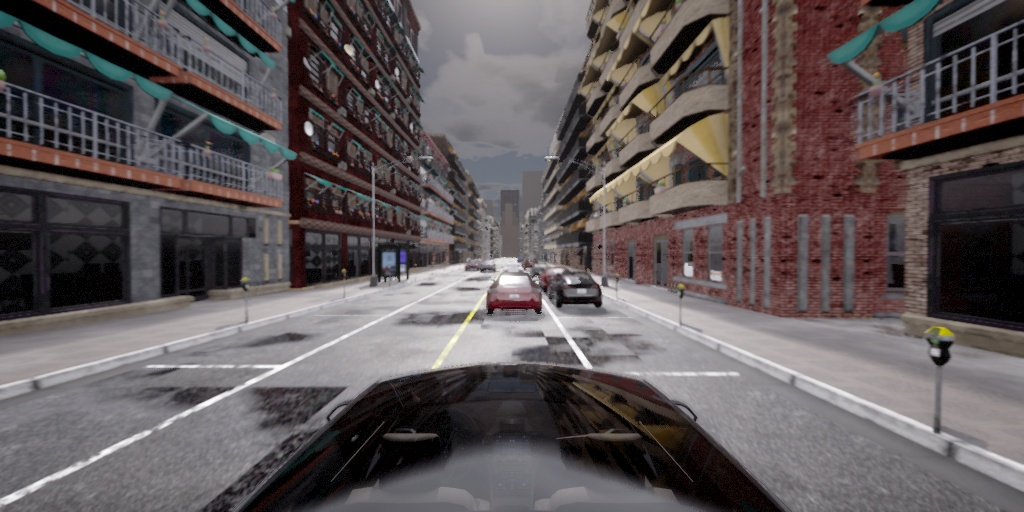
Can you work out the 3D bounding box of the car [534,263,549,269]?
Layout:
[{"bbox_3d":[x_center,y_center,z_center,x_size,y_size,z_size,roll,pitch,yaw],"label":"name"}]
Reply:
[{"bbox_3d":[2.532,1.283,20.697,1.888,1.381,4.507,0,0,0],"label":"car"}]

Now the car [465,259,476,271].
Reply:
[{"bbox_3d":[-5.316,1.164,49.253,1.967,1.591,4.097,0,0,0],"label":"car"}]

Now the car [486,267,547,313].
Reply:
[{"bbox_3d":[0.086,1.305,13.944,1.994,1.385,4.181,0,0,0],"label":"car"}]

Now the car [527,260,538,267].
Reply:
[{"bbox_3d":[2.532,1.283,32.026,2.007,1.370,4.403,0,0,0],"label":"car"}]

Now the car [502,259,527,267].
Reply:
[{"bbox_3d":[0.090,1.259,29.745,1.812,1.442,4.674,0,0,0],"label":"car"}]

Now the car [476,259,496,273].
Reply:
[{"bbox_3d":[-2.842,1.274,43.709,2.033,1.411,5.357,0,0,0],"label":"car"}]

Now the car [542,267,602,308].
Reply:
[{"bbox_3d":[2.532,1.307,15.033,1.948,1.339,4.313,0,0,0],"label":"car"}]

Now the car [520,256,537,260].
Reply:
[{"bbox_3d":[2.554,1.040,49.019,2.192,1.841,5.009,0,0,0],"label":"car"}]
